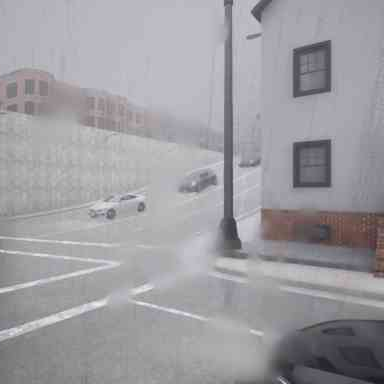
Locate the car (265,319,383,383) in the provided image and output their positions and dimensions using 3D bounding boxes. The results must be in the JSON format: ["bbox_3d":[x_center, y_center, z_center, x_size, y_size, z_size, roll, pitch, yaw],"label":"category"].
[{"bbox_3d":[2.752,1.526,2.008,4.674,1.442,1.812,0,0,36],"label":"car"}]

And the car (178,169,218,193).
[{"bbox_3d":[0.527,-1.125,31.352,2.097,1.767,4.553,0,13,34],"label":"car"}]

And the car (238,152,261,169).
[{"bbox_3d":[7.490,-4.023,41.166,2.097,1.767,4.553,1,14,35],"label":"car"}]

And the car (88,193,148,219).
[{"bbox_3d":[-5.096,0.864,23.324,1.812,1.442,4.674,0,7,35],"label":"car"}]
